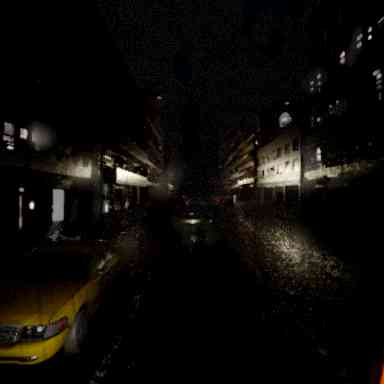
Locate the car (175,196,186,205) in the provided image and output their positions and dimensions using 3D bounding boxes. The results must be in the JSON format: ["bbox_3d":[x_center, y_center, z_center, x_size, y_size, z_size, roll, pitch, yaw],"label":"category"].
[{"bbox_3d":[-2.135,1.526,62.674,1.967,1.590,4.097,0,0,0],"label":"car"}]

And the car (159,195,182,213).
[{"bbox_3d":[-2.244,1.352,28.857,2.192,1.841,5.009,0,0,0],"label":"car"}]

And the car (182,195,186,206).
[{"bbox_3d":[-2.152,1.393,57.039,2.192,1.841,5.009,0,0,0],"label":"car"}]

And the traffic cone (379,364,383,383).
[{"bbox_3d":[2.084,1.971,3.515,0.340,0.580,0.340,0,0,0],"label":"traffic cone"}]

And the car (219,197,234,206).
[{"bbox_3d":[6.227,1.641,57.177,1.752,1.417,4.829,0,0,0],"label":"car"}]

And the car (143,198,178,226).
[{"bbox_3d":[-2.264,1.468,23.220,1.967,1.590,4.097,0,0,0],"label":"car"}]

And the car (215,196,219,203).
[{"bbox_3d":[6.263,1.676,68.279,1.887,1.381,4.507,0,0,0],"label":"car"}]

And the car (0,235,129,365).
[{"bbox_3d":[-2.320,1.526,6.140,1.752,1.417,4.829,0,0,0],"label":"car"}]

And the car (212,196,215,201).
[{"bbox_3d":[6.337,1.712,90.824,2.008,1.369,4.403,0,0,0],"label":"car"}]
